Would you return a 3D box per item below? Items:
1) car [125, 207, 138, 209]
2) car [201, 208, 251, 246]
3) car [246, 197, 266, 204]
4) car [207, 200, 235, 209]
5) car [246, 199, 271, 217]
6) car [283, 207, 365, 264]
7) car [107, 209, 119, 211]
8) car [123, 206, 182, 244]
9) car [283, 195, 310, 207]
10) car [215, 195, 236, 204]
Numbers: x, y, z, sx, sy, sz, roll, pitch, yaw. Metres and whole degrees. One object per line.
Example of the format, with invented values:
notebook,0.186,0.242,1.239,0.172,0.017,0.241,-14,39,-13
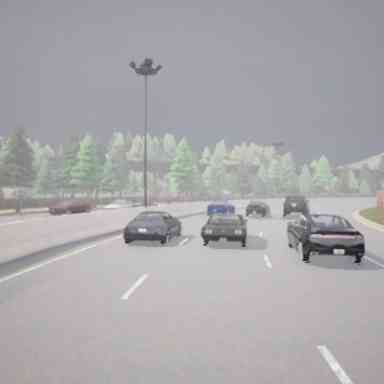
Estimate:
car,-4.845,1.626,32.630,1.994,1.385,4.181,0,0,20
car,1.655,1.649,15.634,1.895,1.301,4.718,0,0,10
car,13.604,1.829,70.646,1.895,1.301,4.718,0,0,41
car,2.979,1.577,33.189,1.882,1.535,5.008,0,0,20
car,6.550,1.619,32.744,1.837,1.490,4.892,0,0,21
car,4.650,1.544,12.154,2.128,1.511,4.902,0,0,8
car,-7.629,1.582,35.239,1.812,1.442,4.674,0,0,20
car,-1.764,1.598,16.066,1.994,1.385,4.181,0,0,10
car,10.400,1.353,33.057,2.150,2.045,5.566,0,0,22
car,6.923,1.558,68.237,2.097,1.767,4.553,0,0,39
